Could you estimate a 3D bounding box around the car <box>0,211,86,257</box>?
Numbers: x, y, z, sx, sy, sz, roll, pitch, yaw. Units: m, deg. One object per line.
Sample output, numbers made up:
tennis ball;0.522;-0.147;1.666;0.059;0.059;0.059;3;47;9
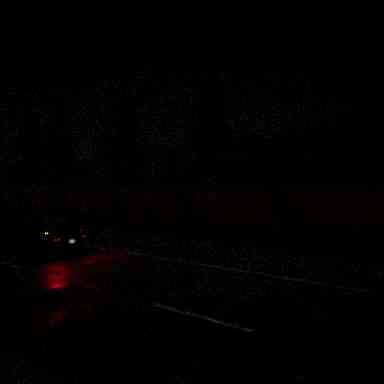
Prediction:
car;-5.899;1.433;12.484;4.674;1.442;1.812;1;0;35
